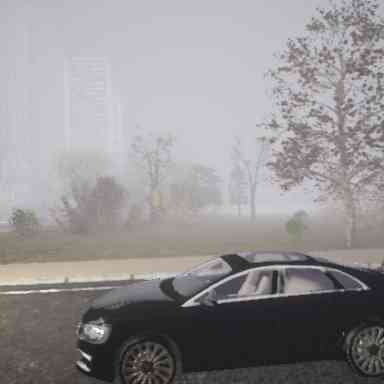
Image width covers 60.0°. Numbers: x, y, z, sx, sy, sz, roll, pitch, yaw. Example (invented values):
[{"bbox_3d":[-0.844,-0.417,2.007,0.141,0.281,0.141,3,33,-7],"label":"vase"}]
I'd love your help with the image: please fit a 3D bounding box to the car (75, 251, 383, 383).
[{"bbox_3d":[0.843,1.694,5.013,4.902,1.511,2.128,-1,-2,-6],"label":"car"}]
